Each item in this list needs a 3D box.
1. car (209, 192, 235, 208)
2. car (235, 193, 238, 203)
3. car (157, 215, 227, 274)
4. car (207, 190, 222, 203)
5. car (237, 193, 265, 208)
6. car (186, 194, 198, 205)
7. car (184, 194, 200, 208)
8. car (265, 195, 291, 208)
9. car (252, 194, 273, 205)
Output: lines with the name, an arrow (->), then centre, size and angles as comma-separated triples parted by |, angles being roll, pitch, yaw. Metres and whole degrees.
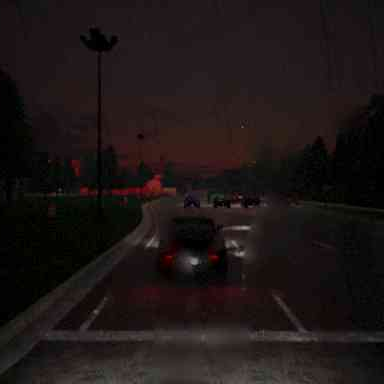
car -> 3.514, 1.130, 39.875 | 2.128, 1.511, 4.902 | 0, 1, 0
car -> 7.017, 0.897, 50.260 | 2.097, 1.767, 4.553 | 0, 1, 0
car -> 0.004, 1.433, 10.083 | 1.812, 1.442, 4.674 | 0, 1, 0
car -> 3.517, 0.766, 50.320 | 2.150, 2.045, 5.566 | 0, 1, 0
car -> 7.014, 1.143, 39.874 | 1.837, 1.490, 4.892 | 0, 1, 0
car -> 0.017, 1.070, 50.293 | 1.812, 1.442, 4.674 | 0, 1, 0
car -> 0.014, 1.235, 40.324 | 1.895, 1.301, 4.718 | 0, 1, 0
car -> 10.514, 1.199, 40.290 | 1.994, 1.385, 4.181 | 0, 1, 0
car -> 10.517, 1.092, 50.290 | 2.033, 1.411, 5.357 | 0, 1, 0
